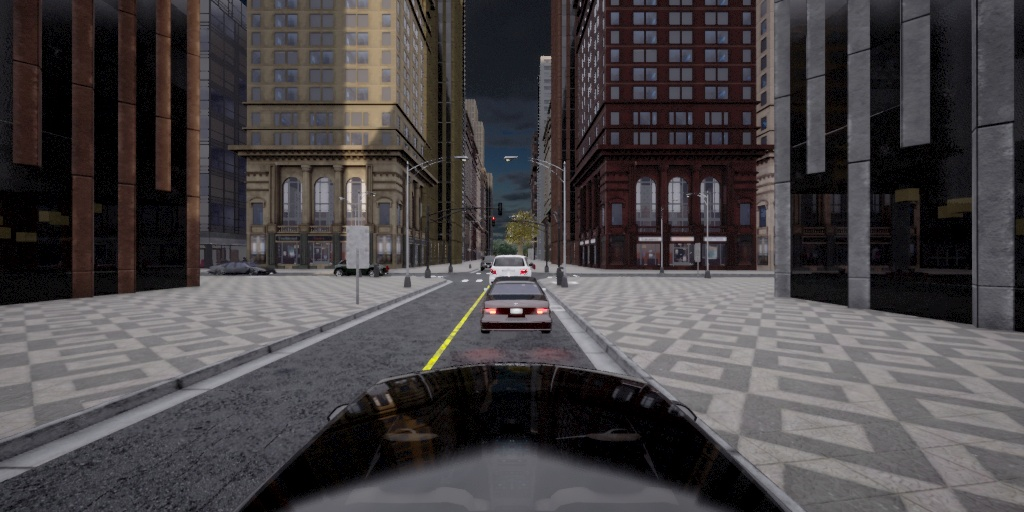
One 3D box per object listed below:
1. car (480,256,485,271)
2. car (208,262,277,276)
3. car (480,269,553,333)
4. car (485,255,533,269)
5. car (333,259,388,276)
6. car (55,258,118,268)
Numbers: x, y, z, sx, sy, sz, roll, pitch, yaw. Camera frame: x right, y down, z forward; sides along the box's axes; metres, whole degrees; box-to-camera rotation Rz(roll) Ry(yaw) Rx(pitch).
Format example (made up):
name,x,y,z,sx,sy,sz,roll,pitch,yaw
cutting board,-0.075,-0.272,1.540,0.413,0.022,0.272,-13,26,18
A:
name,x,y,z,sx,sy,sz,roll,pitch,yaw
car,-3.124,0.970,49.514,2.150,2.045,5.566,0,0,-1
car,-25.039,1.217,33.370,5.357,1.411,2.033,0,0,0
car,0.092,1.297,10.638,2.033,1.411,5.357,0,0,0
car,0.019,0.971,20.883,2.150,2.045,5.566,0,0,4
car,-13.986,1.053,33.370,4.553,1.767,2.097,0,0,0
car,-39.371,0.988,33.389,4.553,1.767,2.097,0,0,0
